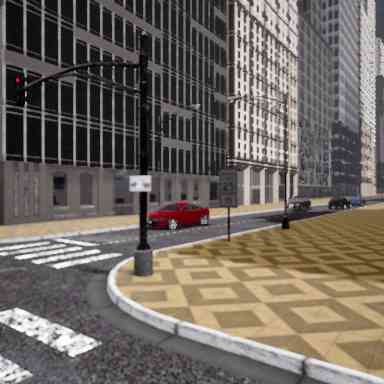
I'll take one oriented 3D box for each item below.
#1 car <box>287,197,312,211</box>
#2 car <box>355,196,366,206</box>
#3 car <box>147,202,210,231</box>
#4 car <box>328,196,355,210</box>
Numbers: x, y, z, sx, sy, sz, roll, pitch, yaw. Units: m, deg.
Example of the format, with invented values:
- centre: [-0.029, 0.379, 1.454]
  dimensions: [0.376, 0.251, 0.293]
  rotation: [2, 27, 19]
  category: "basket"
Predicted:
- centre: [12.152, 1.356, 37.934]
  dimensions: [2.128, 1.511, 4.902]
  rotation: [0, 0, 37]
  category: "car"
- centre: [24.288, 1.355, 48.997]
  dimensions: [2.033, 1.411, 5.357]
  rotation: [0, 0, 37]
  category: "car"
- centre: [-0.857, 1.409, 20.594]
  dimensions: [1.882, 1.535, 5.008]
  rotation: [0, 0, 37]
  category: "car"
- centre: [18.075, 1.345, 40.629]
  dimensions: [1.837, 1.490, 4.892]
  rotation: [0, 0, 37]
  category: "car"
